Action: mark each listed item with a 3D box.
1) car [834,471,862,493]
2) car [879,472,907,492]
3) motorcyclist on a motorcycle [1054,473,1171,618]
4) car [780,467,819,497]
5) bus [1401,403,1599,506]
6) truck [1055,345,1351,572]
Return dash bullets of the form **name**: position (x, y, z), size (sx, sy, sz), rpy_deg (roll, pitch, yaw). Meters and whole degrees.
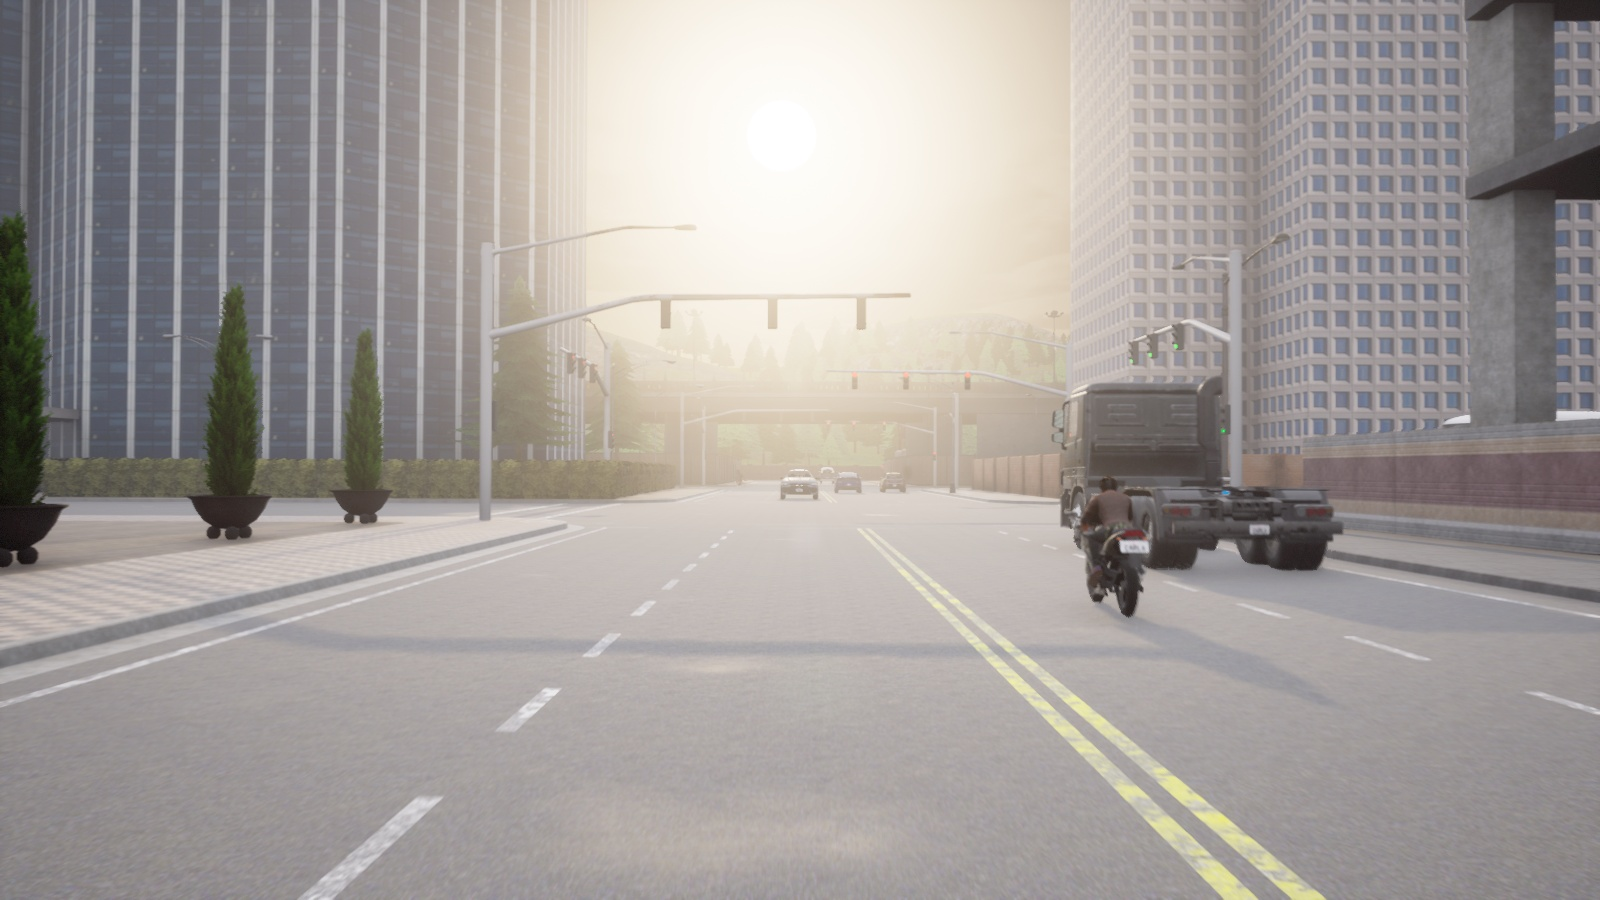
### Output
- **car**: position (3.445, 2.300, 90.902), size (1.882, 1.535, 5.008), rpy_deg (0, -1, 0)
- **car**: position (6.945, 2.378, 94.218), size (1.816, 1.474, 4.193), rpy_deg (0, -1, 0)
- **motorcyclist on a motorcycle**: position (3.494, 1.021, 14.224), size (0.797, 1.523, 2.044), rpy_deg (0, -1, 0)
- **car**: position (-0.042, 1.783, 71.076), size (2.152, 1.651, 5.027), rpy_deg (0, -1, 0)
- **bus**: position (31.957, 0.213, 53.991), size (10.273, 4.253, 3.944), rpy_deg (0, -1, 0)
- **truck**: position (6.985, 0.193, 23.223), size (2.891, 3.462, 7.936), rpy_deg (0, -1, 0)
